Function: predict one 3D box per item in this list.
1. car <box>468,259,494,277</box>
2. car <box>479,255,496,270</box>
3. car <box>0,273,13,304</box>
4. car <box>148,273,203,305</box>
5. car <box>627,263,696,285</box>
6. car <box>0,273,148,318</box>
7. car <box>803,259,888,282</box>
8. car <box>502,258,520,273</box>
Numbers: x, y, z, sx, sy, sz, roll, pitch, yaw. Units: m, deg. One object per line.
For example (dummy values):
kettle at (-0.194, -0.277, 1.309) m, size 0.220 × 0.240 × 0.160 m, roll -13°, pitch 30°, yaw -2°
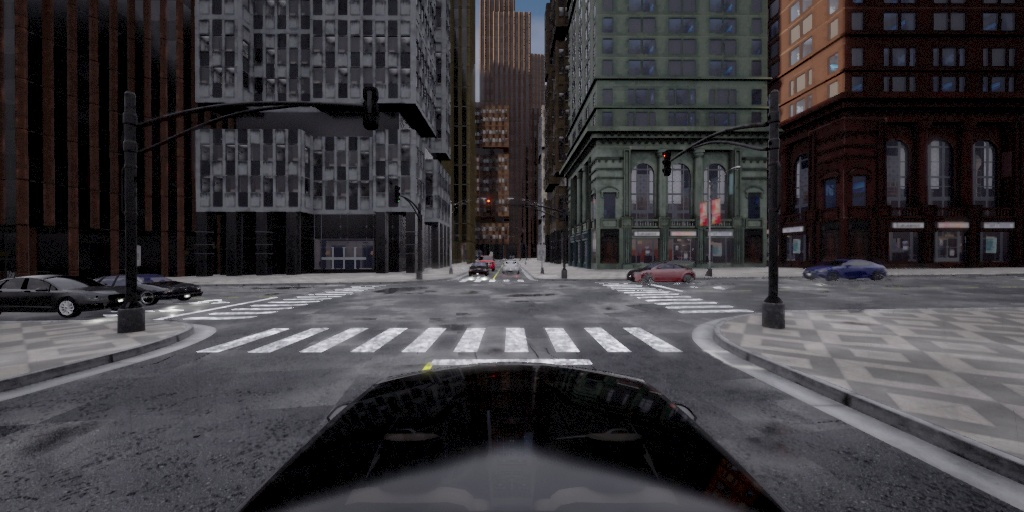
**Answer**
car at (-3.236, 1.276, 36.193) m, size 2.033 × 1.411 × 5.357 m, roll 0°, pitch 0°, yaw 0°
car at (-3.332, 0.934, 46.872) m, size 2.150 × 2.045 × 5.566 m, roll 0°, pitch 0°, yaw -1°
car at (-27.350, 1.609, 16.942) m, size 4.892 × 1.490 × 1.837 m, roll -1°, pitch 0°, yaw 0°
car at (-17.863, 1.523, 17.023) m, size 5.357 × 1.411 × 2.033 m, roll -1°, pitch 0°, yaw 5°
car at (9.847, 1.134, 23.807) m, size 4.181 × 1.385 × 1.994 m, roll -1°, pitch 0°, yaw 0°
car at (-17.420, 1.492, 13.717) m, size 4.892 × 1.490 × 1.837 m, roll -1°, pitch 0°, yaw 0°
car at (22.048, 0.938, 23.779) m, size 4.674 × 1.442 × 1.812 m, roll -1°, pitch 0°, yaw 0°
car at (-0.128, 1.245, 42.114) m, size 1.812 × 1.442 × 4.674 m, roll 0°, pitch 0°, yaw 0°
